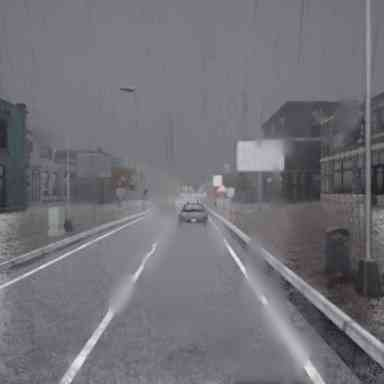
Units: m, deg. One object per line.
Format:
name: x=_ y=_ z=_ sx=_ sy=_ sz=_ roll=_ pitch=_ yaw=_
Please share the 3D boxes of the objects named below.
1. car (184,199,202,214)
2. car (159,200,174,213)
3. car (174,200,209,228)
car: x=0.101 y=1.764 z=40.785 sx=2.128 sy=1.511 sz=4.902 roll=0 pitch=1 yaw=0
car: x=-3.073 y=1.792 z=41.747 sx=1.882 sy=1.535 sz=5.008 roll=1 pitch=-1 yaw=0
car: x=0.101 y=1.524 z=22.472 sx=2.128 sy=1.511 sz=4.902 roll=0 pitch=0 yaw=0
